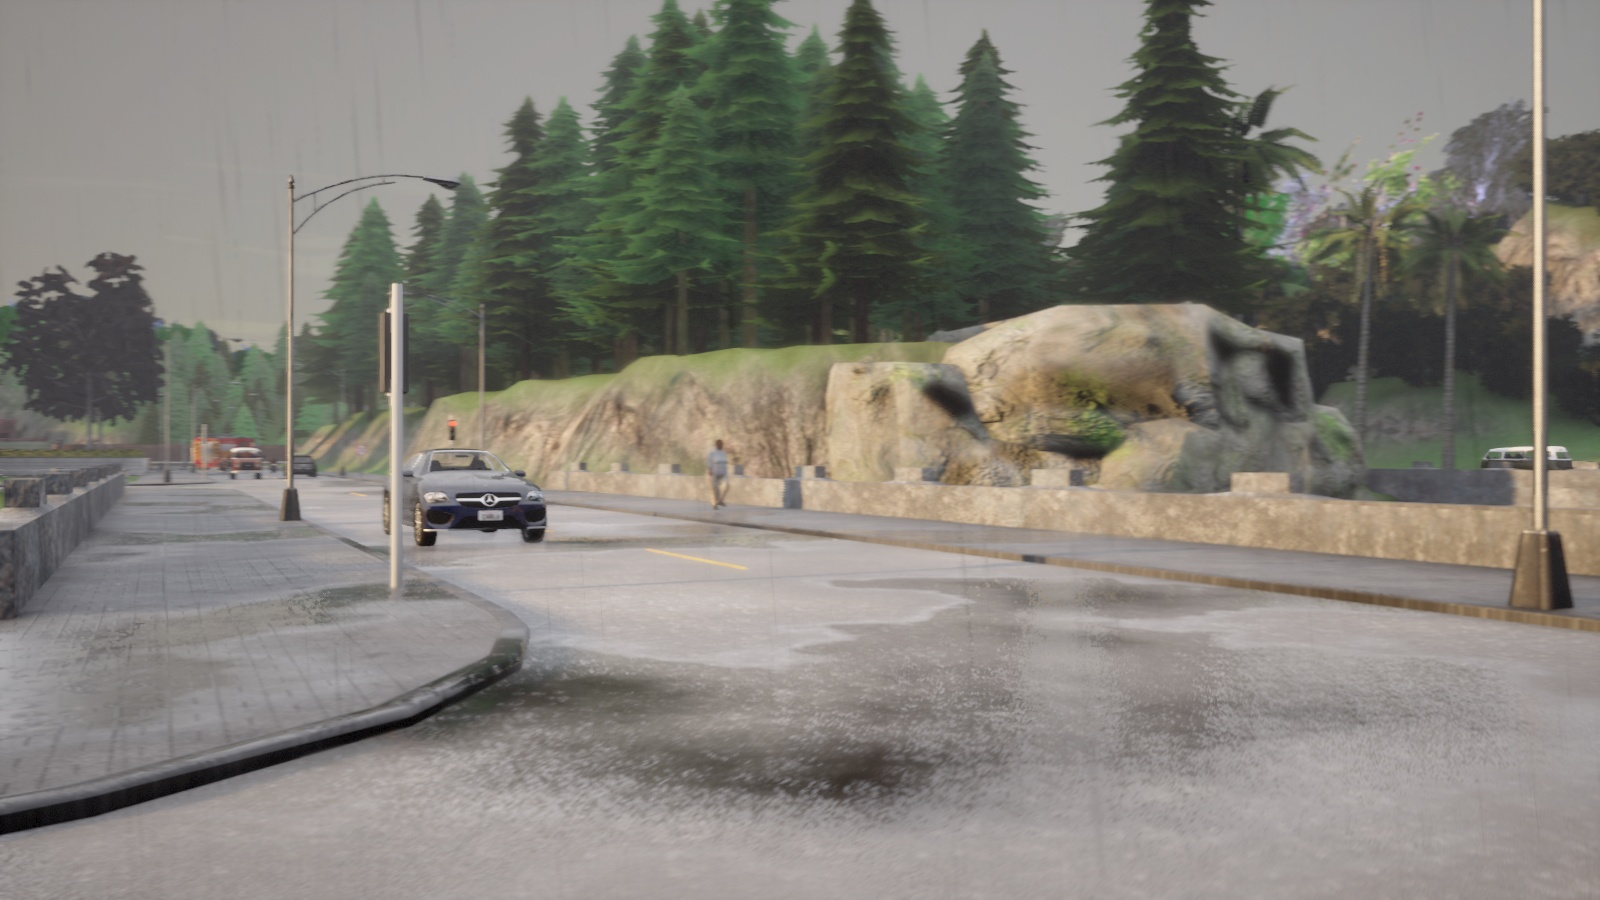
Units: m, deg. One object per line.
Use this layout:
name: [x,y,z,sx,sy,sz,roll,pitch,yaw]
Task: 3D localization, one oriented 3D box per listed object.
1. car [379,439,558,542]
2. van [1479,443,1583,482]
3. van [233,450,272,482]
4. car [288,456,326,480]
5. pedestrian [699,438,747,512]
car: [-6.161,0.667,22.872,2.152,1.651,5.027,0,0,-27]
van: [39.762,0.654,68.456,2.069,2.038,4.480,0,0,-27]
van: [-35.365,1.024,81.034,2.069,2.038,4.480,0,0,-27]
car: [-35.249,1.274,89.719,2.033,1.649,4.856,0,0,-27]
pedestrian: [-1.957,0.626,31.878,0.874,1.855,0.900,0,0,-34]
